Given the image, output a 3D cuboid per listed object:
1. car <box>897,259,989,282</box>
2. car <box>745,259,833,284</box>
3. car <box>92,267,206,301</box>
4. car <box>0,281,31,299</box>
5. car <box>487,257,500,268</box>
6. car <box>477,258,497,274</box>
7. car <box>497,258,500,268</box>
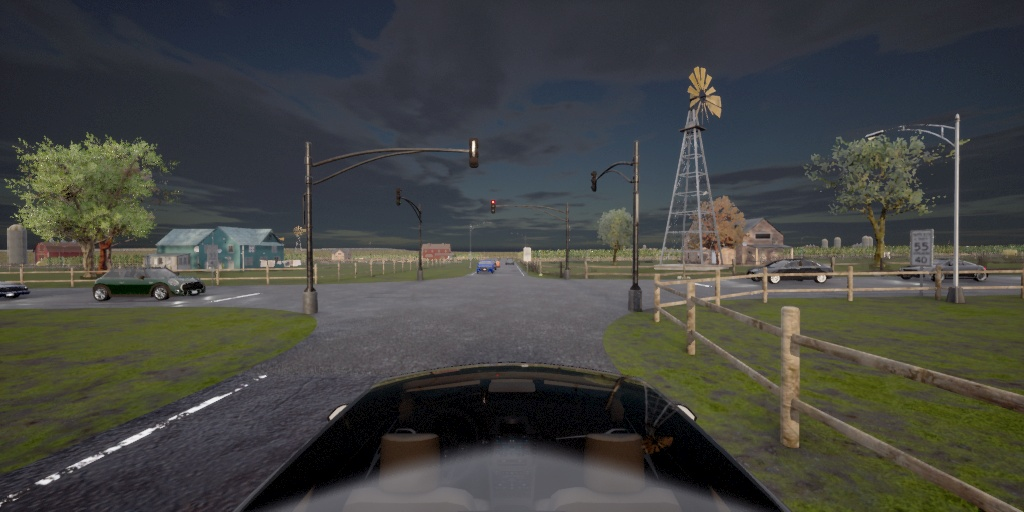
[{"bbox_3d":[27.542,0.885,23.028,4.181,1.385,1.994,-1,1,0],"label":"car"},{"bbox_3d":[17.684,0.957,22.984,4.892,1.490,1.837,-1,1,0],"label":"car"},{"bbox_3d":[-19.177,1.372,19.108,4.553,1.767,2.097,-1,1,0],"label":"car"},{"bbox_3d":[-29.346,1.707,19.059,5.357,1.411,2.033,-1,1,0],"label":"car"},{"bbox_3d":[-3.170,1.099,61.920,2.097,1.767,4.553,0,0,0],"label":"car"},{"bbox_3d":[-3.051,1.222,41.982,1.882,1.535,5.008,0,0,-1],"label":"car"},{"bbox_3d":[-3.122,1.293,51.886,2.033,1.411,5.357,0,0,-1],"label":"car"}]
